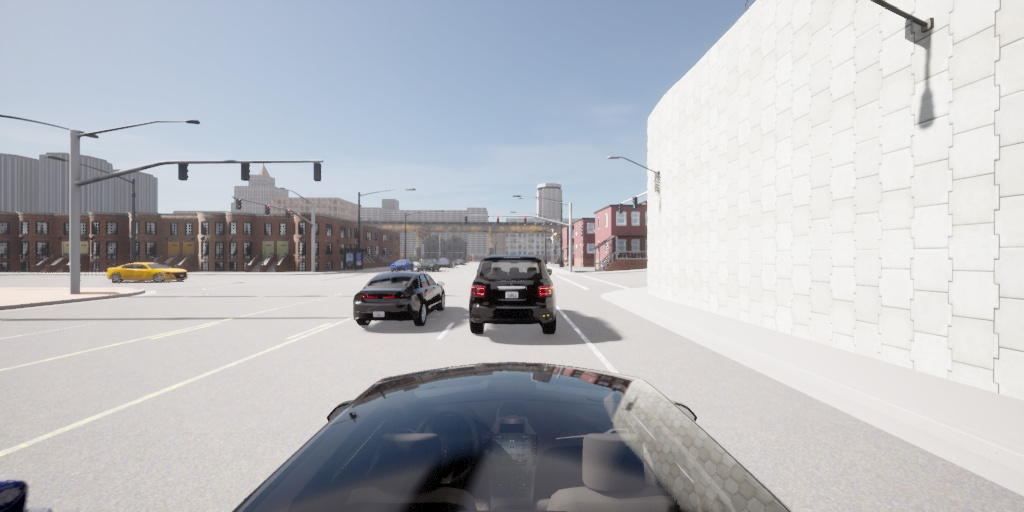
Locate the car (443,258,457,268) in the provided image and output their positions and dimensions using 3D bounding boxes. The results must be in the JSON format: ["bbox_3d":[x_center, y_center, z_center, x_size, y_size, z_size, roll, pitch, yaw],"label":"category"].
[{"bbox_3d":[-10.607,1.296,57.265,2.033,1.411,5.357,0,0,0],"label":"car"}]

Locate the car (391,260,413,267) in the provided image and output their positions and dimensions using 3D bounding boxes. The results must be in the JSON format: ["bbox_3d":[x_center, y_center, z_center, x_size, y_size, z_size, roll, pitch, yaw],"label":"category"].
[{"bbox_3d":[-14.111,1.227,46.325,1.882,1.535,5.008,0,0,0],"label":"car"}]

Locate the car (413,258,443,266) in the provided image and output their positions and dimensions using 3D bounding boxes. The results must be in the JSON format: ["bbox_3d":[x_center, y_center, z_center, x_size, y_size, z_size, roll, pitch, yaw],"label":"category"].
[{"bbox_3d":[-10.597,1.101,45.533,2.097,1.767,4.553,0,0,0],"label":"car"}]

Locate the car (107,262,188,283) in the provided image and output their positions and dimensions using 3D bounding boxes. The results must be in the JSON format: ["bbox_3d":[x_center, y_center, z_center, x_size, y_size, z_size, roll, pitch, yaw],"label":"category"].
[{"bbox_3d":[-27.452,1.227,27.096,5.008,1.535,1.882,0,0,0],"label":"car"}]

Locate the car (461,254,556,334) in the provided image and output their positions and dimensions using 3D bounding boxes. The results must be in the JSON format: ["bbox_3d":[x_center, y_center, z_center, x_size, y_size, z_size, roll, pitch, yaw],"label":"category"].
[{"bbox_3d":[0.061,0.971,10.761,2.150,2.045,5.566,0,0,1],"label":"car"}]

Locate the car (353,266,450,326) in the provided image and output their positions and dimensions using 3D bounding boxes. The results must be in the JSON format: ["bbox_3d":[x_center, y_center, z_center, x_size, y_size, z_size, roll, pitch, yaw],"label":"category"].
[{"bbox_3d":[-3.423,1.255,11.651,1.837,1.490,4.892,0,0,0],"label":"car"}]
